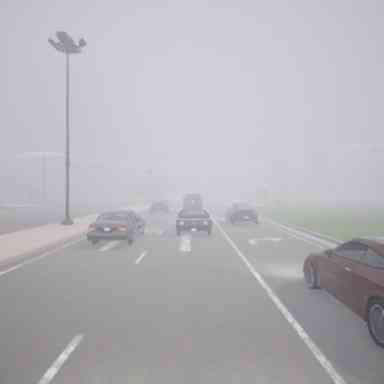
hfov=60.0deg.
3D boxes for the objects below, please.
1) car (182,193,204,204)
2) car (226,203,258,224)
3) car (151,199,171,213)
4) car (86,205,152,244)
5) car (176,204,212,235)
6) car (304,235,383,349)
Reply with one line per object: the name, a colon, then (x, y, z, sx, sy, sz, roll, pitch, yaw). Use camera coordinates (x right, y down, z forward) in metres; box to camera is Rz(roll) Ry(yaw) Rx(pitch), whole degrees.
car: (0.095, 1.207, 37.108, 2.150, 2.045, 5.566, 0, -1, 0)
car: (3.597, 1.521, 24.246, 1.812, 1.442, 4.674, 0, 0, 0)
car: (-3.405, 1.485, 36.352, 2.128, 1.511, 4.902, 0, 0, 0)
car: (-3.402, 1.545, 15.799, 2.033, 1.411, 5.357, 0, 0, 0)
car: (0.097, 1.597, 18.929, 1.895, 1.301, 4.718, 0, 0, 0)
car: (3.599, 1.525, 6.086, 1.812, 1.442, 4.674, 0, 0, 0)
